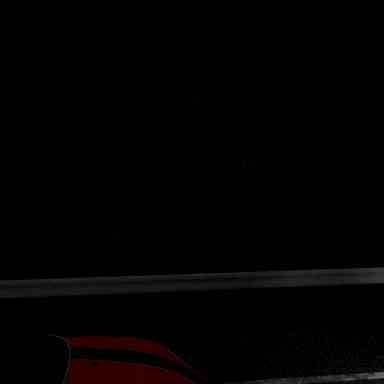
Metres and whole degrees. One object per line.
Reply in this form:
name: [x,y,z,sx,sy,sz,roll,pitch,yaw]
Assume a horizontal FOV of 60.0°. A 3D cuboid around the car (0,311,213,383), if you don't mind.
car: [-1.864,1.352,1.651,4.553,1.767,2.097,0,0,-6]
